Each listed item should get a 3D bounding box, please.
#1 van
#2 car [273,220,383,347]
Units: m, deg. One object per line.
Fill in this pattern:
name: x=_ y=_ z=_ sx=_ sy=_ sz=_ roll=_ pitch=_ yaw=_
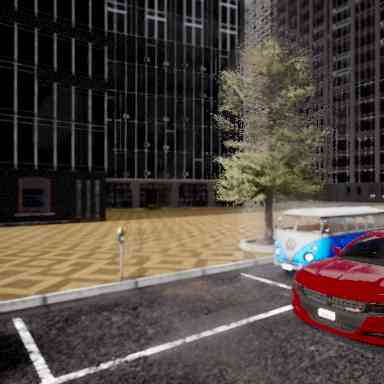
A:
van: x=4.078 y=1.339 z=9.496 sx=3.998 sy=1.788 sz=1.690 roll=0 pitch=0 yaw=-36
car: x=3.958 y=1.476 z=6.222 sx=5.008 sy=1.535 sz=1.882 roll=0 pitch=0 yaw=-36
